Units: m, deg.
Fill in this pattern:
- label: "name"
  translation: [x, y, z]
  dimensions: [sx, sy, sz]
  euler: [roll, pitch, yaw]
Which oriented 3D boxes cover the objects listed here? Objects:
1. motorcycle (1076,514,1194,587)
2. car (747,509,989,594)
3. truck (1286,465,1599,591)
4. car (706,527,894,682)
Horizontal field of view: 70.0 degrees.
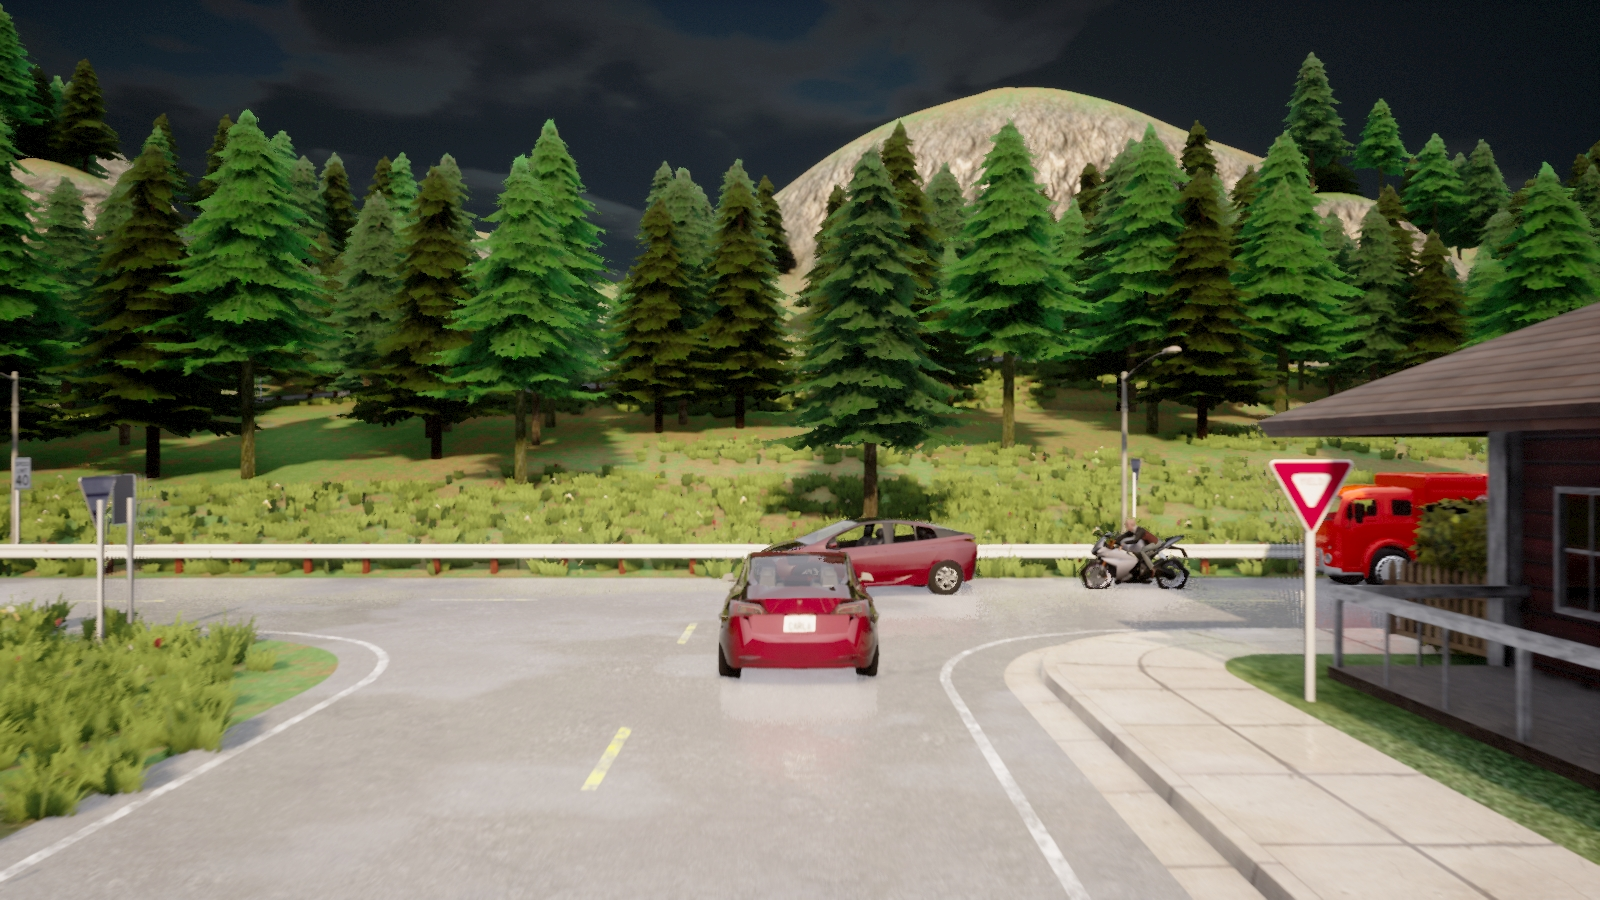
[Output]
- label: "motorcycle"
  translation: [7.041, 2.101, 24.085]
  dimensions: [2.209, 1.460, 0.867]
  euler: [0, 0, 0]
- label: "car"
  translation: [1.338, 2.008, 23.268]
  dimensions: [4.514, 1.525, 2.007]
  euler: [1, -1, -15]
- label: "truck"
  translation: [13.409, 1.568, 24.096]
  dimensions: [5.204, 2.467, 2.627]
  euler: [0, 0, 0]
- label: "car"
  translation: [-0.026, 1.935, 15.520]
  dimensions: [2.163, 1.488, 4.792]
  euler: [0, -1, -1]
